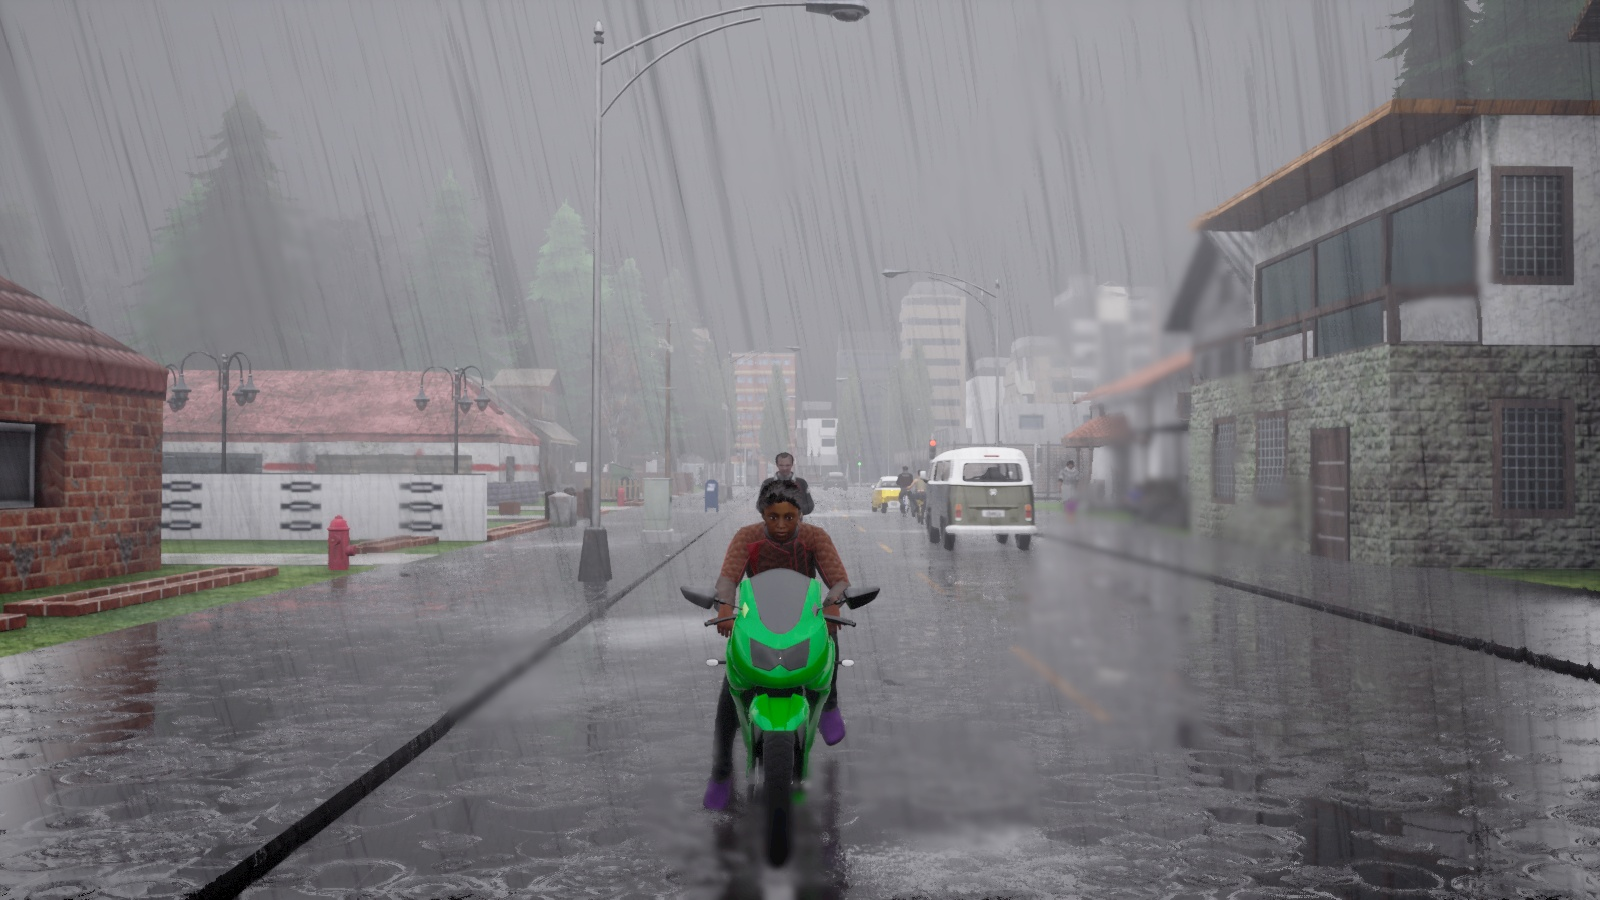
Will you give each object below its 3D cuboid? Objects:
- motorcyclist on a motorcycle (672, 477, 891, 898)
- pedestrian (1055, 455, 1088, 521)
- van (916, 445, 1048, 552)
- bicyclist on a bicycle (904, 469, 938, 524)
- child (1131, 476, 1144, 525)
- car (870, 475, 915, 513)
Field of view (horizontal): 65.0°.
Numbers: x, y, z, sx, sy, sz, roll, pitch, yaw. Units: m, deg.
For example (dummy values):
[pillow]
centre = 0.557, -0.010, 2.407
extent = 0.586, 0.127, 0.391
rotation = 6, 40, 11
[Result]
[motorcyclist on a motorcycle]
centre = -0.079, 0.891, 5.633
extent = 0.797, 1.523, 2.044
rotation = 0, -1, -1
[pedestrian]
centre = 8.132, 1.122, 37.644
extent = 0.659, 1.952, 0.873
rotation = 0, -1, -10
[van]
centre = 3.706, 0.965, 26.395
extent = 2.069, 2.038, 4.480
rotation = 0, -1, -1
[bicyclist on a bicycle]
centre = 3.595, 1.363, 37.410
extent = 0.866, 1.612, 1.509
rotation = 0, -1, -1
[child]
centre = 8.739, 1.315, 32.555
extent = 0.270, 1.263, 0.437
rotation = 0, -1, 8
[car]
centre = 3.493, 1.654, 47.662
extent = 1.481, 1.376, 2.207
rotation = 0, -1, -1
